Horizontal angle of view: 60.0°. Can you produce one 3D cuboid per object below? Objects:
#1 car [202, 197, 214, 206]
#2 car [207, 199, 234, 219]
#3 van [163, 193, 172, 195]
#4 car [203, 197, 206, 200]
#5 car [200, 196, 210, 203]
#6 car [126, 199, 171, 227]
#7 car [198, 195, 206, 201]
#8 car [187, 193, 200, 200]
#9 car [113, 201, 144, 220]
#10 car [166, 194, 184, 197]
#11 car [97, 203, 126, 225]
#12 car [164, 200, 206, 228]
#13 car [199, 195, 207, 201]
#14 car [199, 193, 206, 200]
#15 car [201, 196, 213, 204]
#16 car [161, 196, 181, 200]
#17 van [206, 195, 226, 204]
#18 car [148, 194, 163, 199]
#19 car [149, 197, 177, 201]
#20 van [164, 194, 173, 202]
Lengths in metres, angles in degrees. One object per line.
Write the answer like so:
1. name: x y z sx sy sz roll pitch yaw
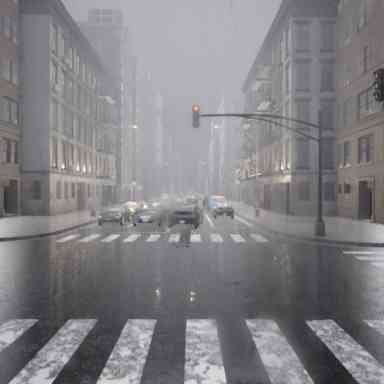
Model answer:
1. car: 2.646 1.546 55.979 1.947 1.339 4.313 0 0 0
2. car: 2.639 1.540 28.947 2.008 1.369 4.403 0 0 0
3. van: -5.431 1.318 66.789 1.690 1.788 3.998 0 0 0
4. car: 2.641 1.567 39.760 1.802 1.307 4.206 0 0 0
5. car: 2.648 1.502 66.960 1.752 1.417 4.829 0 0 0
6. car: -2.849 1.483 22.908 2.128 1.511 4.902 0 0 0
7. car: 2.654 1.535 88.416 1.947 1.339 4.313 0 0 0
8. car: 0.098 1.470 59.048 2.128 1.511 4.902 0 0 0
9. car: -5.396 1.514 28.777 1.752 1.417 4.829 0 0 0
10. car: -2.798 1.458 53.060 1.882 1.535 5.008 0 0 1
11. car: -5.391 1.542 23.540 2.008 1.369 4.403 0 0 0
12. car: -0.334 1.497 21.958 1.837 1.490 4.892 1 0 6
13. car: 2.653 1.516 83.010 1.887 1.381 4.507 0 0 0
14. car: 2.644 1.297 50.572 2.192 1.841 5.009 0 0 0
15. car: 2.647 1.529 61.385 2.008 1.369 4.403 0 0 0
16. car: -2.835 1.548 42.805 1.994 1.385 4.181 0 0 1
17. van: 2.640 1.328 34.354 1.690 1.788 3.998 0 0 0
18. car: -5.411 1.423 45.165 1.967 1.590 4.097 0 0 0
19. car: -2.845 1.535 32.792 2.033 1.411 5.357 0 0 0
20. van: -5.441 1.314 77.602 1.690 1.788 3.998 0 0 0
